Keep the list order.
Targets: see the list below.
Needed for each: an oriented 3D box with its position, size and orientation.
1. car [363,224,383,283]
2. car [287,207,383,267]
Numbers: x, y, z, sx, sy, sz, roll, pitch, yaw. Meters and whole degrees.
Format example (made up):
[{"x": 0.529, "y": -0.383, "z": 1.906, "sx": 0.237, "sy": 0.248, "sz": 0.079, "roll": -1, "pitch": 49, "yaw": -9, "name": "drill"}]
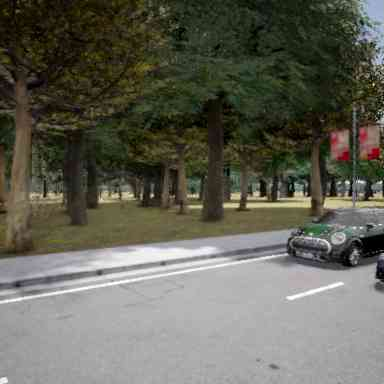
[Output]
[{"x": 6.375, "y": 1.567, "z": 8.227, "sx": 4.181, "sy": 1.385, "sz": 1.994, "roll": 0, "pitch": 0, "yaw": -35, "name": "car"}, {"x": 5.369, "y": 1.356, "z": 11.502, "sx": 4.553, "sy": 1.767, "sz": 2.097, "roll": 0, "pitch": 0, "yaw": -35, "name": "car"}]
